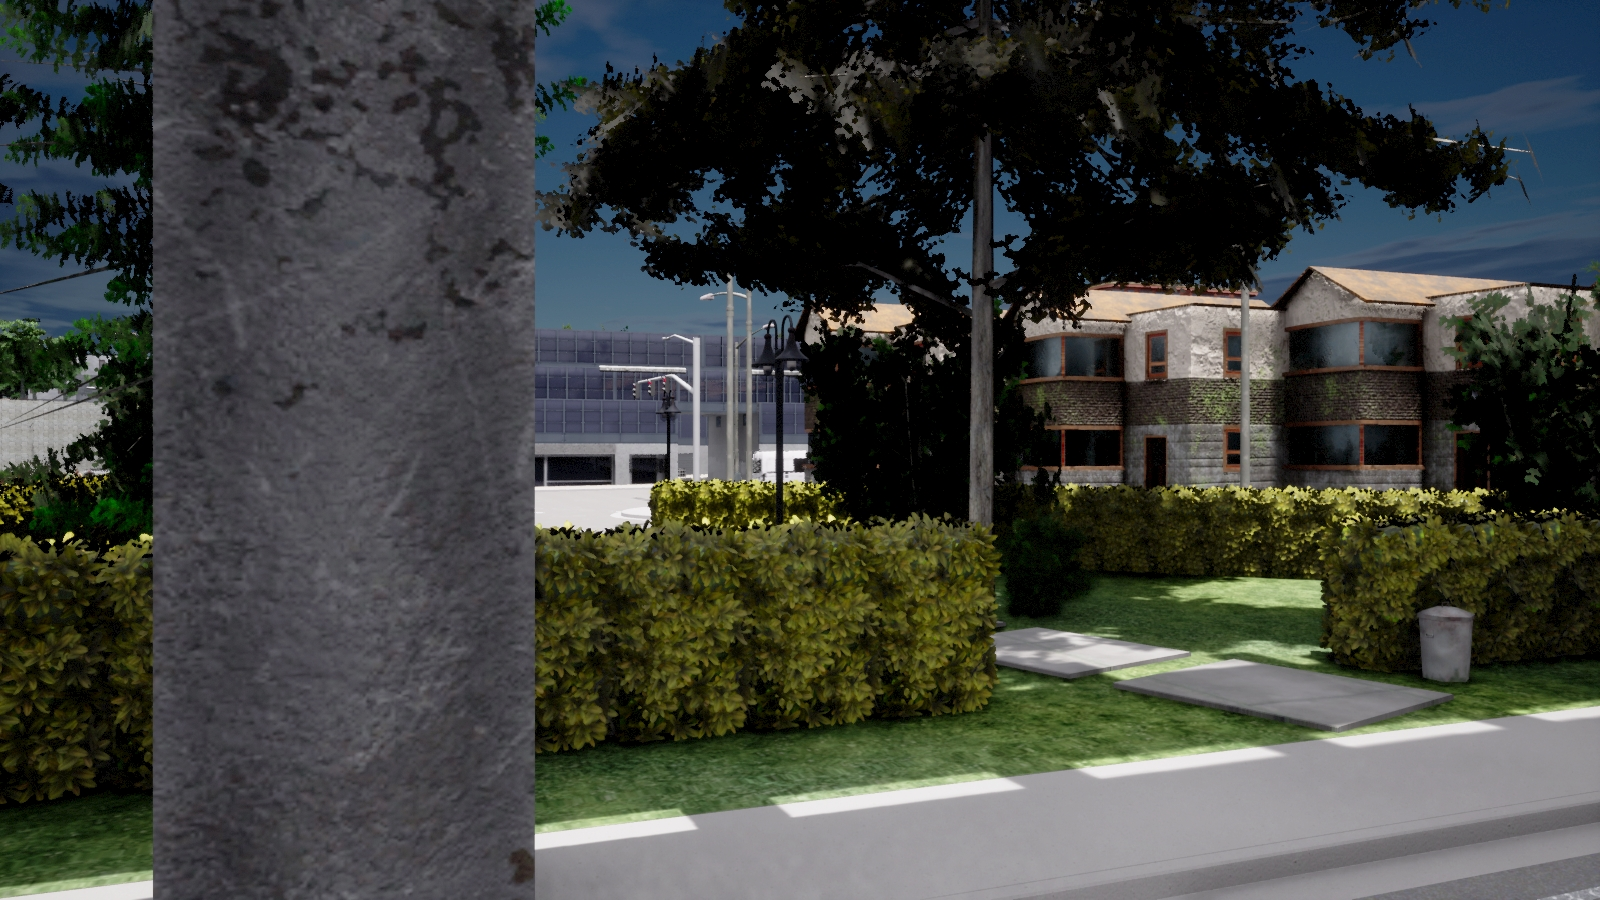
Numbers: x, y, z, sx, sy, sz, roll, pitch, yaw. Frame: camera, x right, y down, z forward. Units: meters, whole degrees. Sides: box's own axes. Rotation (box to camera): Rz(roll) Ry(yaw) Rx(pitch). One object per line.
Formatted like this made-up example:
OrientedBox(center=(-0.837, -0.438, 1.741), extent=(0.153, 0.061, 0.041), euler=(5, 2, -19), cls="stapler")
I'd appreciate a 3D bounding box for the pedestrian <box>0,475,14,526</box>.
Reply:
OrientedBox(center=(-29.011, 1.848, 41.755), extent=(0.375, 1.860, 0.375), euler=(0, 0, -13), cls="pedestrian")
